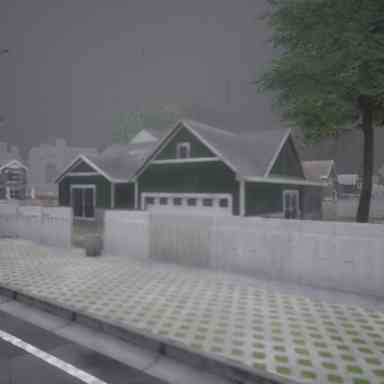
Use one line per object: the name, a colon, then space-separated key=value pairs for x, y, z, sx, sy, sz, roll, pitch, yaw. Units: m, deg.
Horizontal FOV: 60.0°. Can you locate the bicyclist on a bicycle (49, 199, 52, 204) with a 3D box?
bicyclist on a bicycle: x=-14.289 y=1.543 z=33.891 sx=1.656 sy=1.620 sz=0.582 roll=0 pitch=0 yaw=34
